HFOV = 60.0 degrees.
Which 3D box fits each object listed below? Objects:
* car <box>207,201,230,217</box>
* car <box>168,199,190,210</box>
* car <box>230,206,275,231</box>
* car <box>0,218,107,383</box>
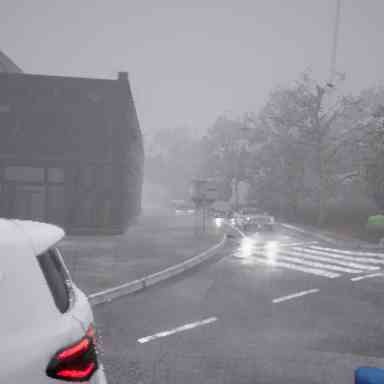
[{"bbox_3d":[2.806,1.708,33.187,1.837,1.490,4.892,2,0,-11],"label":"car"},{"bbox_3d":[-1.884,1.822,48.413,1.882,1.535,5.008,3,-2,-23],"label":"car"},{"bbox_3d":[4.033,1.739,22.226,1.895,1.301,4.718,2,0,-2],"label":"car"},{"bbox_3d":[-3.189,1.225,1.409,5.566,2.045,2.150,0,0,-35],"label":"car"}]
